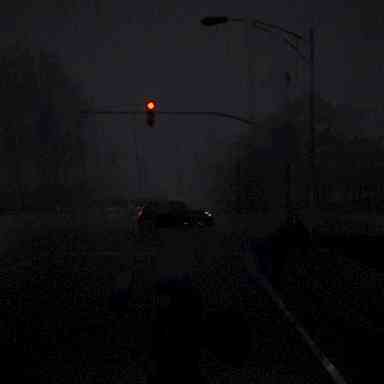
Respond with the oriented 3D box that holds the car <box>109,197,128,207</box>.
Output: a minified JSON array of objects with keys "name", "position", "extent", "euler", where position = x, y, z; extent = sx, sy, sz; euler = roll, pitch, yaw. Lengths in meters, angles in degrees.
[{"name":"car","position":[-10.471,1.427,47.867],"extent":[1.812,1.442,4.674],"euler":[0,0,0]}]

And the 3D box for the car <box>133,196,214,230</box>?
[{"name":"car","position":[-0.974,1.306,20.060],"extent":[4.553,1.767,2.097],"euler":[0,0,-3]}]

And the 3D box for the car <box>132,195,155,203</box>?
[{"name":"car","position":[-6.967,1.464,48.399],"extent":[1.994,1.385,4.181],"euler":[0,0,0]}]

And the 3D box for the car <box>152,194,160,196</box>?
[{"name":"car","position":[-7.008,1.180,63.975],"extent":[2.097,1.767,4.553],"euler":[0,0,0]}]
